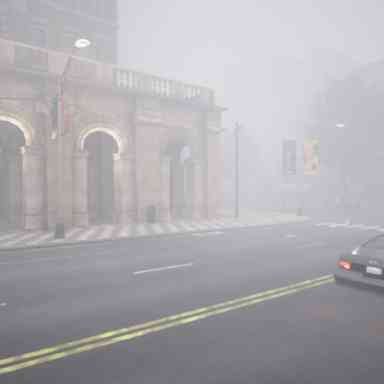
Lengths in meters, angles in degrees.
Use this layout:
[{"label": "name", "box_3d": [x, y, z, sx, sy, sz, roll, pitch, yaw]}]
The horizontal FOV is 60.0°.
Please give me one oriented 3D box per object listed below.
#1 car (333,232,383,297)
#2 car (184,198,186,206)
[{"label": "car", "box_3d": [5.502, 1.540, 7.795, 5.357, 1.411, 2.033, 0, 0, -36]}, {"label": "car", "box_3d": [-0.744, 1.572, 49.033, 1.895, 1.301, 4.718, 0, 0, -36]}]
